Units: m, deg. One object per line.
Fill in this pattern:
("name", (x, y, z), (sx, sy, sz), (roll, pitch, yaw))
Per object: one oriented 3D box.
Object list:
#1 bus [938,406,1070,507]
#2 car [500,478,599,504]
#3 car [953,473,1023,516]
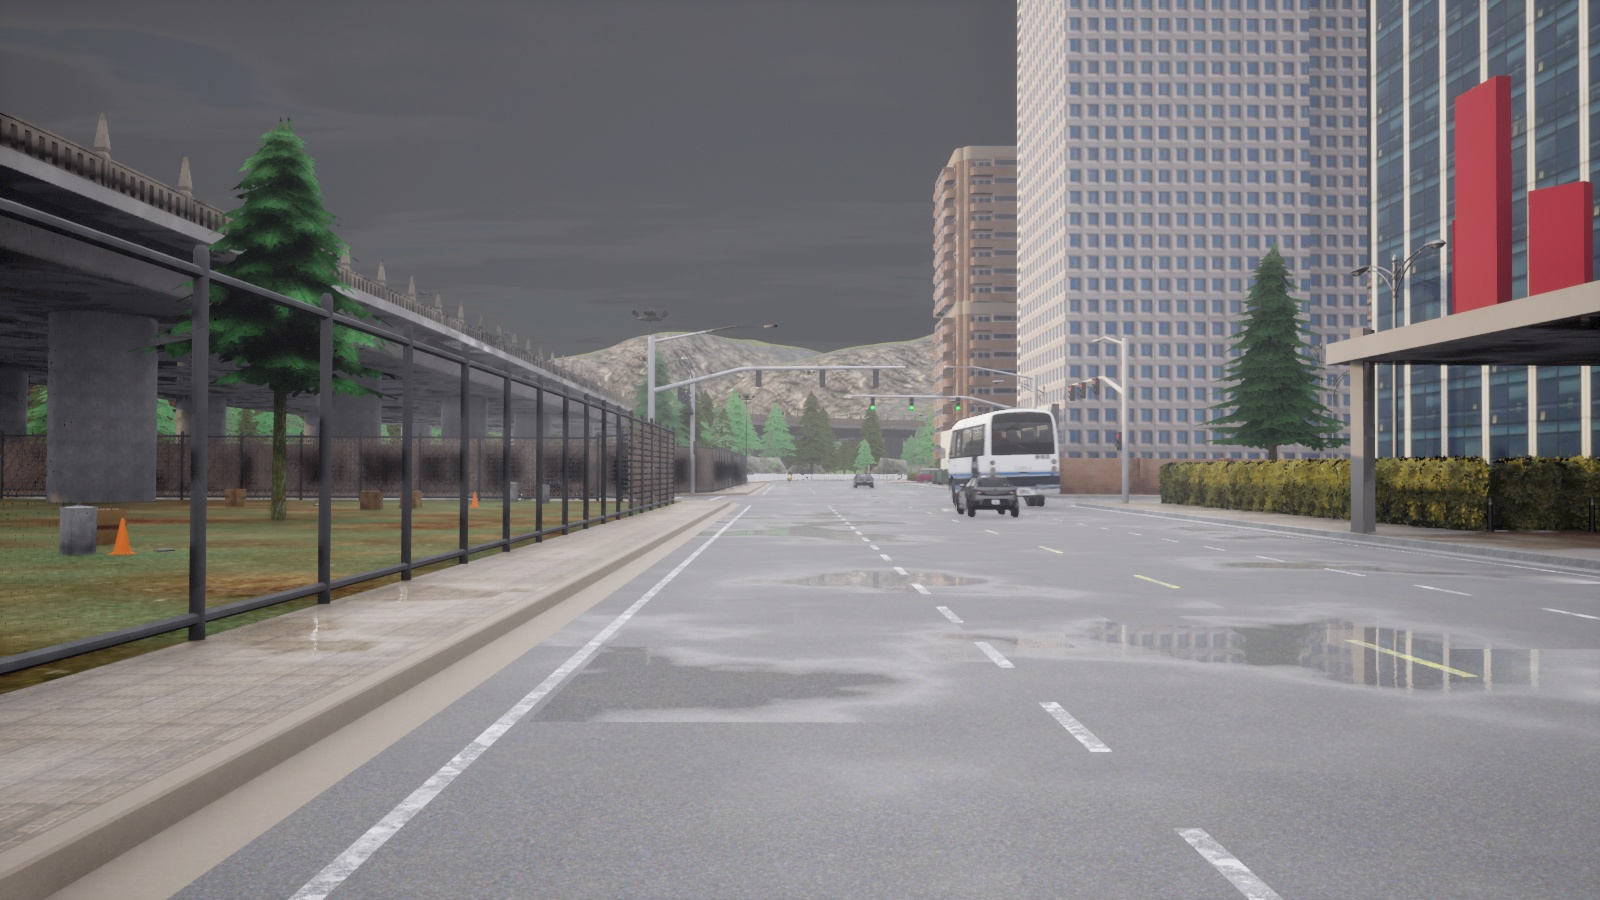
("bus", (9.365, 0.412, 59.331), (3.944, 4.253, 10.273), (-2, -1, -3))
("car", (-12.835, 2.102, 64.480), (4.718, 1.301, 1.895), (0, -1, -1))
("car", (6.640, 1.552, 44.766), (1.816, 1.474, 4.193), (0, -1, -1))
